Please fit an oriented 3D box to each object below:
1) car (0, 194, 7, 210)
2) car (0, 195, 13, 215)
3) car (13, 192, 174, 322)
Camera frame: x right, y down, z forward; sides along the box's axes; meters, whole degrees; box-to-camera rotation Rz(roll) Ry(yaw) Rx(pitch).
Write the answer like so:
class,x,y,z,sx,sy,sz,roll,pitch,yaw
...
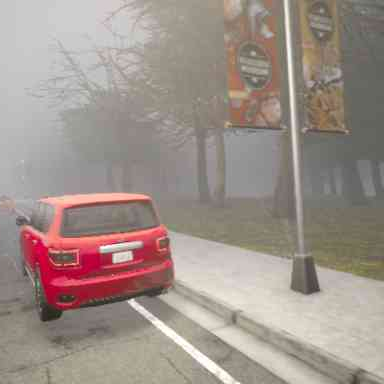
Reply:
class,x,y,z,sx,sy,sz,roll,pitch,yaw
car,-21.998,1.113,37.503,1.837,1.490,4.892,-4,3,-31
car,-16.454,1.031,28.410,2.097,1.767,4.553,-4,2,-31
car,-2.432,1.048,7.316,2.150,2.045,5.566,-4,2,-31
